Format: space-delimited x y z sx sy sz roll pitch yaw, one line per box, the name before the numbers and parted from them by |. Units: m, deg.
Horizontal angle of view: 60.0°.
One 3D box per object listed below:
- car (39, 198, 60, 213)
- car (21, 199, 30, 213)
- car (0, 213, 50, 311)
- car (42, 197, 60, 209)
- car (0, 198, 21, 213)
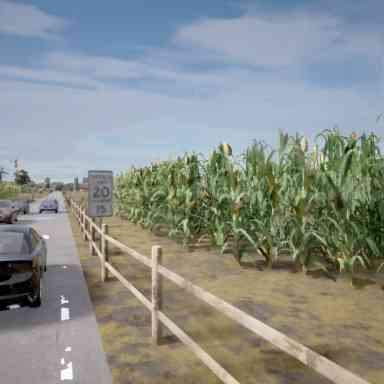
car | -15.727 1.560 36.605 2.033 1.411 5.357 0 0 -21
car | -17.692 1.513 33.798 2.128 1.511 4.902 0 0 -21
car | -4.382 1.480 7.563 1.882 1.535 5.008 0 0 -21
car | -19.381 1.510 45.769 2.128 1.511 4.902 0 0 -21
car | -13.688 1.369 23.486 2.097 1.767 4.553 0 0 -21
